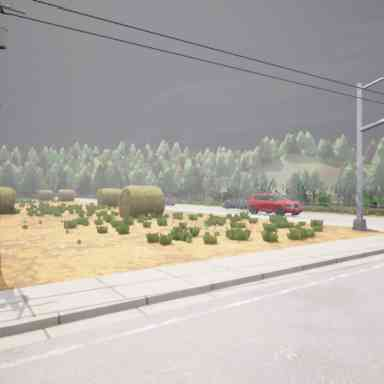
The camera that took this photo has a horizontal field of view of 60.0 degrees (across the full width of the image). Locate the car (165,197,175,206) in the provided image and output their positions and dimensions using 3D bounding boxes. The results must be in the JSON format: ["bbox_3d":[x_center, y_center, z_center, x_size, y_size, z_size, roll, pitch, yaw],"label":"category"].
[{"bbox_3d":[-4.248,1.490,49.788,1.812,1.442,4.674,0,0,-33],"label":"car"}]

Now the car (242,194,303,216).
[{"bbox_3d":[7.645,1.186,31.187,2.150,2.045,5.566,0,0,-33],"label":"car"}]

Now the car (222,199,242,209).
[{"bbox_3d":[5.612,1.529,41.212,1.994,1.385,4.181,0,0,-33],"label":"car"}]
